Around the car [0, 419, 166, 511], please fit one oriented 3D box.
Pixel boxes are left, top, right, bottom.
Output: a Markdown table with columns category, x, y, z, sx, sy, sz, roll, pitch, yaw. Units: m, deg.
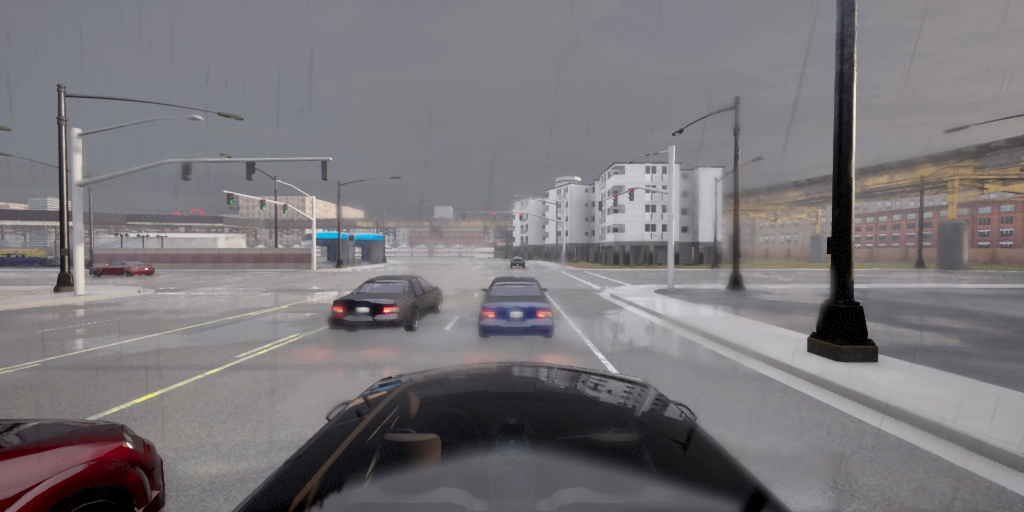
| category | x | y | z | sx | sy | sz | roll | pitch | yaw |
| --- | --- | --- | --- | --- | --- | --- | --- | --- | --- |
| car | -3.395 | 1.314 | 0.727 | 1.994 | 1.385 | 4.181 | 0 | 0 | 0 |

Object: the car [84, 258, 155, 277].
| category | x | y | z | sx | sy | sz | roll | pitch | yaw |
| --- | --- | --- | --- | --- | --- | --- | --- | --- | --- |
| car | -33.638 | 1.084 | 30.979 | 4.181 | 1.385 | 1.994 | 0 | 1 | -1 |

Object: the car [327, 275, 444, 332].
| category | x | y | z | sx | sy | sz | roll | pitch | yaw |
| --- | --- | --- | --- | --- | --- | --- | --- | --- | --- |
| car | -3.404 | 1.274 | 10.724 | 2.033 | 1.411 | 5.357 | 0 | 0 | 0 |

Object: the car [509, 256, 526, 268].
| category | x | y | z | sx | sy | sz | roll | pitch | yaw |
| --- | --- | --- | --- | --- | --- | --- | --- | --- | --- |
| car | 0.717 | 0.772 | 46.111 | 1.837 | 1.490 | 4.892 | 0 | 1 | 0 |

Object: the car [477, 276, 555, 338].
| category | x | y | z | sx | sy | sz | roll | pitch | yaw |
| --- | --- | --- | --- | --- | --- | --- | --- | --- | --- |
| car | 0.092 | 1.279 | 10.120 | 2.033 | 1.411 | 5.357 | 0 | 0 | 0 |
